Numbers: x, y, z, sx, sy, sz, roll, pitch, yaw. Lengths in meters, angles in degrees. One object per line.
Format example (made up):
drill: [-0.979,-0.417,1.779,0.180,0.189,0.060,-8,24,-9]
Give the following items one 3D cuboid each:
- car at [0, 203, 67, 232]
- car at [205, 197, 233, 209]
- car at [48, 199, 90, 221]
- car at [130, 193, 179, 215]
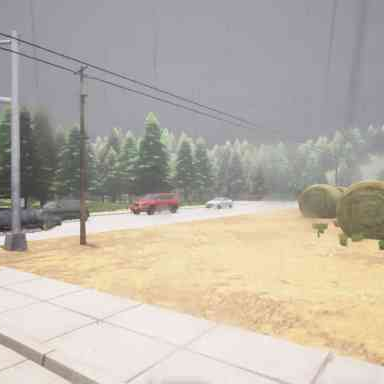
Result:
car: [-10.020,1.576,18.333,2.033,1.411,5.357,0,0,37]
car: [3.568,1.414,42.748,1.812,1.442,4.674,0,0,37]
car: [-9.941,1.362,24.630,2.097,1.767,4.553,0,0,37]
car: [-3.577,1.174,33.177,2.150,2.045,5.566,0,0,37]
